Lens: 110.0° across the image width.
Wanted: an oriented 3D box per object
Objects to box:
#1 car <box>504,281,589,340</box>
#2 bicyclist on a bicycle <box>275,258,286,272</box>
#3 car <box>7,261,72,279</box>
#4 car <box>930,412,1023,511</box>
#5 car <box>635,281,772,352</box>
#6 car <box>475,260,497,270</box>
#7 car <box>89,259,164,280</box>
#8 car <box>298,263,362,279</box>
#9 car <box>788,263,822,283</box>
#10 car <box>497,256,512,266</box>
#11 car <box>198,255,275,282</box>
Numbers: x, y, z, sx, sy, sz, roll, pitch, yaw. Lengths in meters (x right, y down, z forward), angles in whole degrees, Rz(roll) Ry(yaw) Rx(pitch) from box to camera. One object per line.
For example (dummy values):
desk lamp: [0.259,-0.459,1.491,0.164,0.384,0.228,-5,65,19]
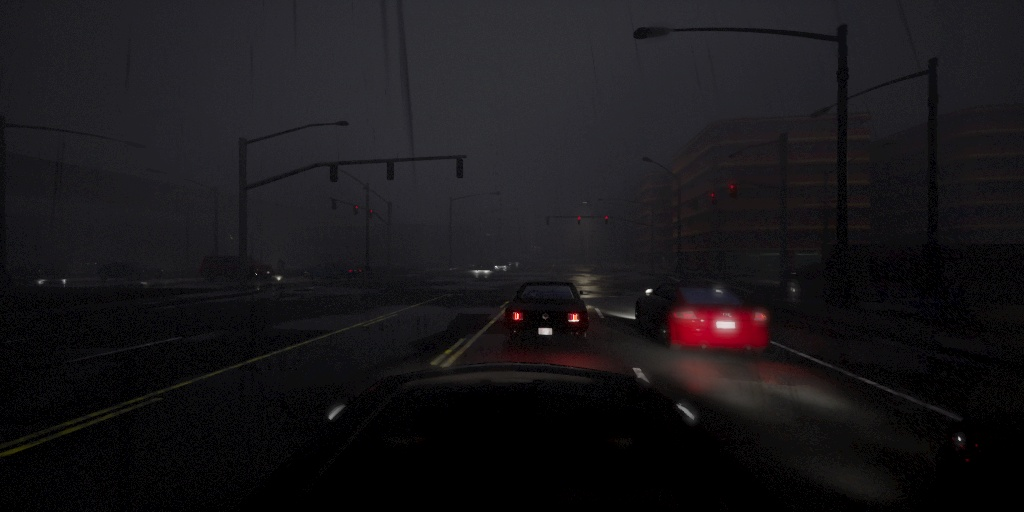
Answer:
car: [1.033,1.352,10.001,1.895,1.301,4.718,0,0,8]
bicyclist on a bicycle: [-26.268,1.059,40.770,0.582,1.620,1.656,0,0,7]
car: [-42.468,1.354,31.950,4.718,1.301,1.895,0,0,13]
car: [3.641,1.241,0.278,2.128,1.511,4.902,0,0,1]
car: [4.433,1.315,8.987,1.994,1.385,4.181,0,0,7]
car: [-3.697,1.184,48.808,1.994,1.385,4.181,0,1,8]
car: [-32.401,1.231,30.461,5.008,1.535,1.882,0,0,7]
car: [-15.928,1.302,31.524,5.357,1.411,2.033,0,0,13]
car: [23.395,1.281,27.514,4.674,1.442,1.812,0,0,6]
car: [-1.729,1.002,62.746,1.895,1.301,4.718,0,1,8]
car: [-22.407,0.975,29.245,5.566,2.045,2.150,0,0,7]
